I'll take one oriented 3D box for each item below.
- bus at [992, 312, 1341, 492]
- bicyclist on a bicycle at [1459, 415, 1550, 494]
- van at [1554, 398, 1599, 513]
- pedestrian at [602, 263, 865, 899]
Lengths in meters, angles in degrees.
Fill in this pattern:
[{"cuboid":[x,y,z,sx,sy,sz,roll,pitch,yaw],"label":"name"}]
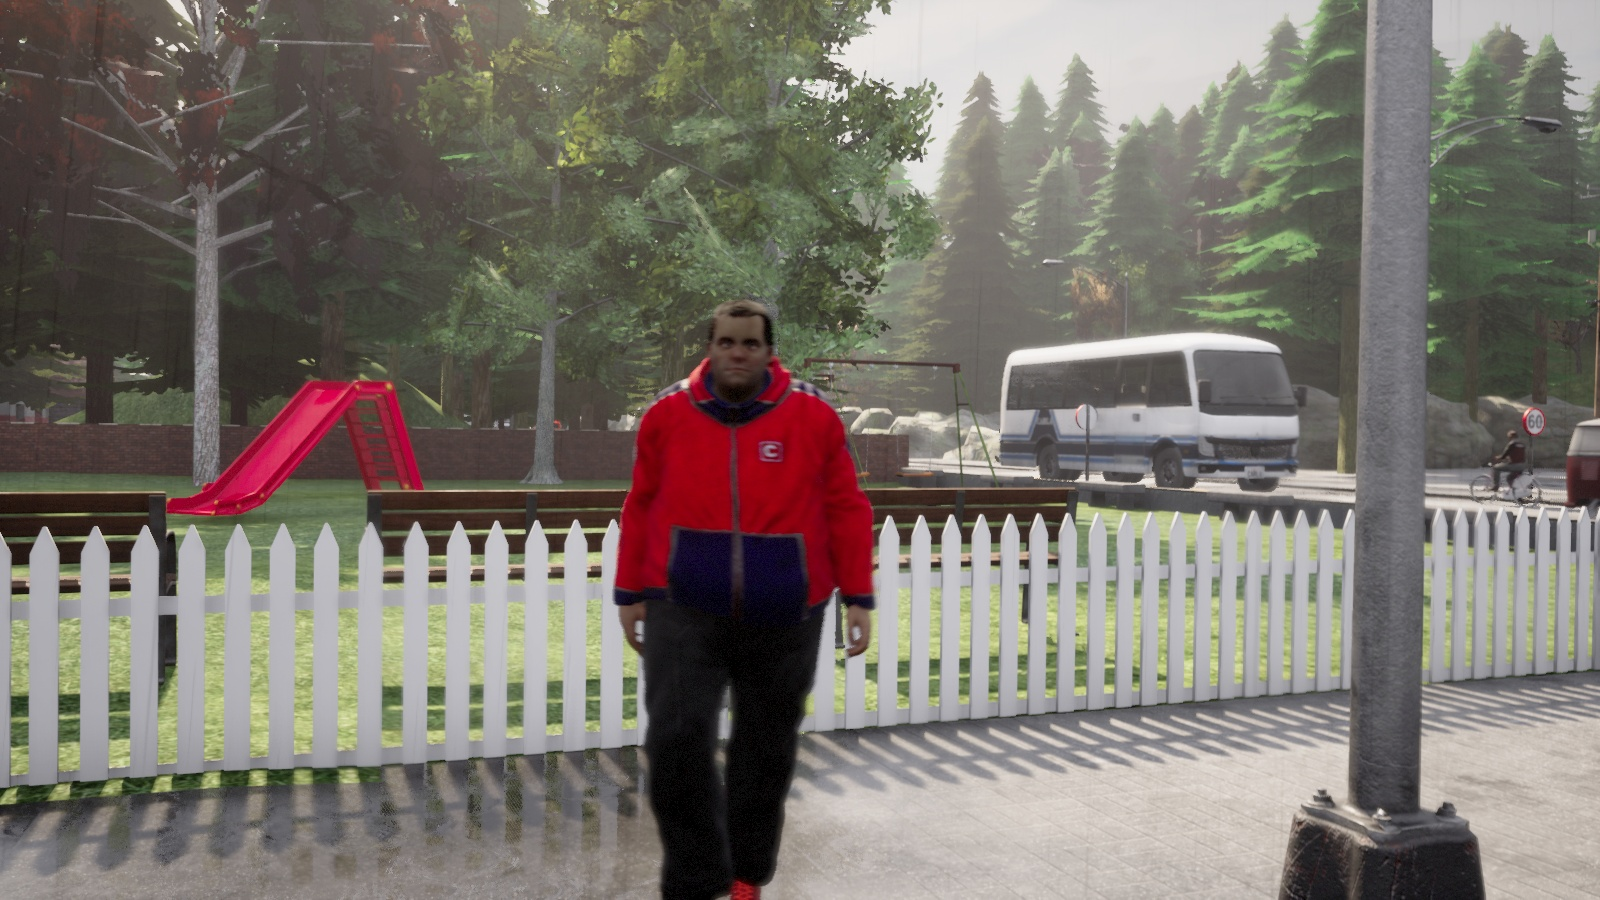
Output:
[{"cuboid":[9.699,-1.201,35.160,3.944,4.253,10.273,-1,1,-21],"label":"bus"},{"cuboid":[16.309,0.083,29.111,0.659,1.776,1.843,-1,1,-21],"label":"bicyclist on a bicycle"},{"cuboid":[15.192,0.102,20.836,1.775,1.987,4.442,-1,1,-21],"label":"van"},{"cuboid":[-0.173,0.456,3.554,0.634,1.844,0.899,-1,1,-2],"label":"pedestrian"}]
